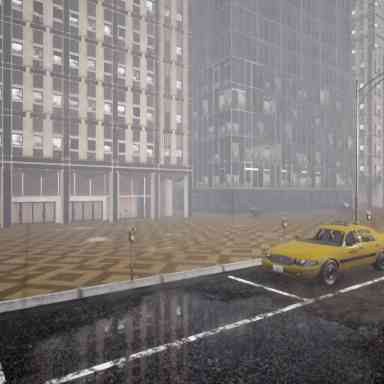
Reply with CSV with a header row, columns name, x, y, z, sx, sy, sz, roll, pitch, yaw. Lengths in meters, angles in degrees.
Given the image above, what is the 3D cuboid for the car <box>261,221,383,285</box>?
name,x,y,z,sx,sy,sz,roll,pitch,yaw
car,4.037,1.526,9.454,4.829,1.417,1.752,0,0,-36
